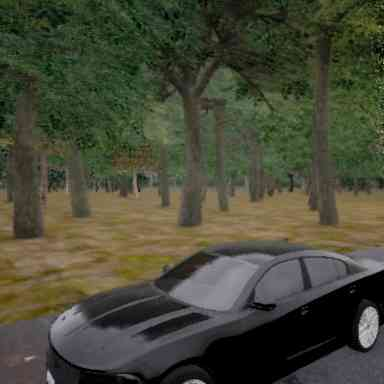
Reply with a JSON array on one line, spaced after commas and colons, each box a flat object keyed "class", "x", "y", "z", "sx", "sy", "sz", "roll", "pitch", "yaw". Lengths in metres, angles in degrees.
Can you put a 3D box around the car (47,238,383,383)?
[{"class": "car", "x": 0.733, "y": 1.456, "z": 4.517, "sx": 5.008, "sy": 1.535, "sz": 1.882, "roll": 0, "pitch": 0, "yaw": -36}]
